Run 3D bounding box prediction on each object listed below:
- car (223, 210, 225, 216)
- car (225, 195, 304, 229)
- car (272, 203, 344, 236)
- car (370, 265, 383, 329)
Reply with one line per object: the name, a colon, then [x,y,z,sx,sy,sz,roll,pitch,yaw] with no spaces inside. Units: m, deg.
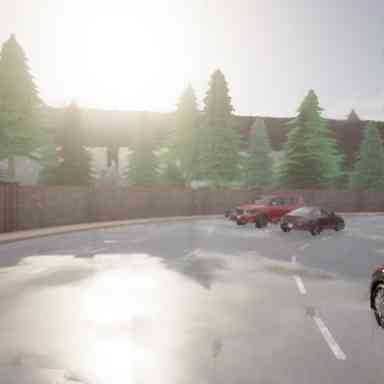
car: [4.808,1.569,25.961,4.718,1.301,1.895,0,0,-27]
car: [5.167,1.203,21.891,5.566,2.045,2.150,0,0,-33]
car: [6.678,1.527,18.416,4.674,1.442,1.812,0,0,-43]
car: [4.017,1.371,3.955,2.097,1.767,4.553,1,0,5]
